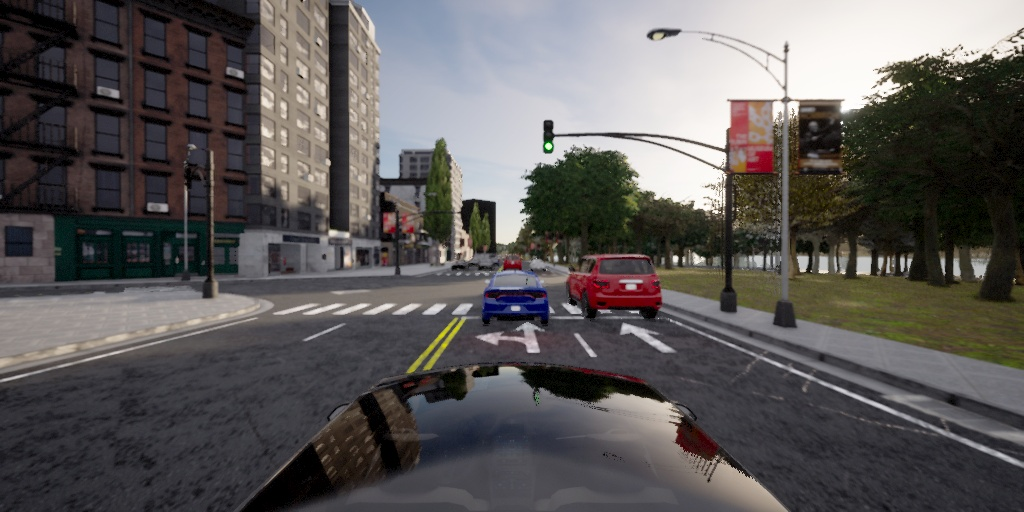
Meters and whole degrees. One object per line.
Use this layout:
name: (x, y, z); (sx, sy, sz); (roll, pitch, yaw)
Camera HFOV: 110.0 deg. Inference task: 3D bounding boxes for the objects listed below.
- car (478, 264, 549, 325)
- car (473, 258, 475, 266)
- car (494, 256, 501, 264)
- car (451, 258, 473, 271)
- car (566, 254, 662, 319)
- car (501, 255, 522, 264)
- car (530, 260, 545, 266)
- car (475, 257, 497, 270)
car: (0.096, 1.208, 11.797); (1.882, 1.535, 5.008); (0, 0, 0)
car: (-6.554, 1.145, 63.057); (1.837, 1.490, 4.892); (0, 0, 1)
car: (-3.288, 0.990, 64.579); (2.097, 1.767, 4.553); (0, 0, 0)
car: (-6.602, 1.261, 46.116); (1.895, 1.301, 4.718); (0, 0, 0)
car: (3.349, 0.951, 12.768); (2.150, 2.045, 5.566); (0, 0, 0)
car: (0.085, 0.886, 44.127); (2.150, 2.045, 5.566); (0, 0, 0)
car: (3.332, 1.184, 47.301); (1.812, 1.442, 4.674); (0, 0, 0)
car: (-3.351, 1.165, 46.495); (1.837, 1.490, 4.892); (0, 0, 0)
